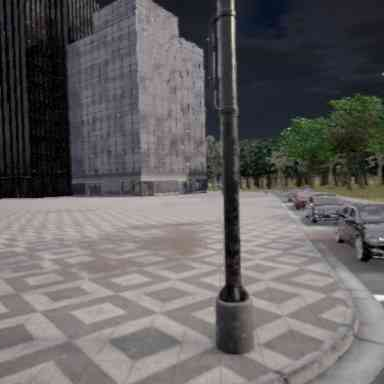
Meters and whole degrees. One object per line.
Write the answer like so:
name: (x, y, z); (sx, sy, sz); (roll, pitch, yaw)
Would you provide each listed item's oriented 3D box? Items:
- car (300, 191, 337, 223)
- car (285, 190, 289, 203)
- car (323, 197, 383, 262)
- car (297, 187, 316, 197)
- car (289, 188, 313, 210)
car: (7.766, 0.913, 19.535); (1.837, 1.490, 4.892); (-1, 1, 12)
car: (11.961, 0.417, 38.827); (1.837, 1.490, 4.892); (-1, 1, 12)
car: (5.822, 1.128, 10.530); (2.128, 1.511, 4.902); (-1, 1, 12)
car: (18.078, 0.015, 52.725); (2.033, 1.411, 5.357); (-1, 1, 11)
car: (9.783, 0.650, 28.765); (1.882, 1.535, 5.008); (-1, 1, 12)
